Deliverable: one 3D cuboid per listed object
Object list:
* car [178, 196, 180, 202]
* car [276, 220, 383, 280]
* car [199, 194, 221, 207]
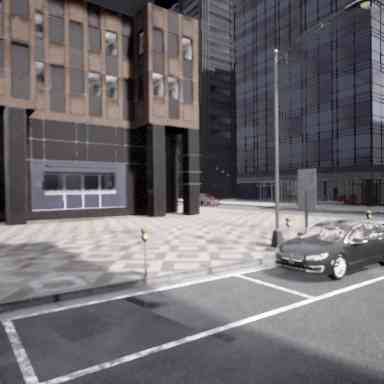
[{"bbox_3d":[-3.805,0.970,55.590,1.837,1.490,4.892,-1,1,-35],"label":"car"},{"bbox_3d":[4.306,1.530,9.732,4.403,1.369,2.008,0,-1,-35],"label":"car"},{"bbox_3d":[1.620,1.008,42.617,2.097,1.767,4.553,-1,1,-35],"label":"car"}]
